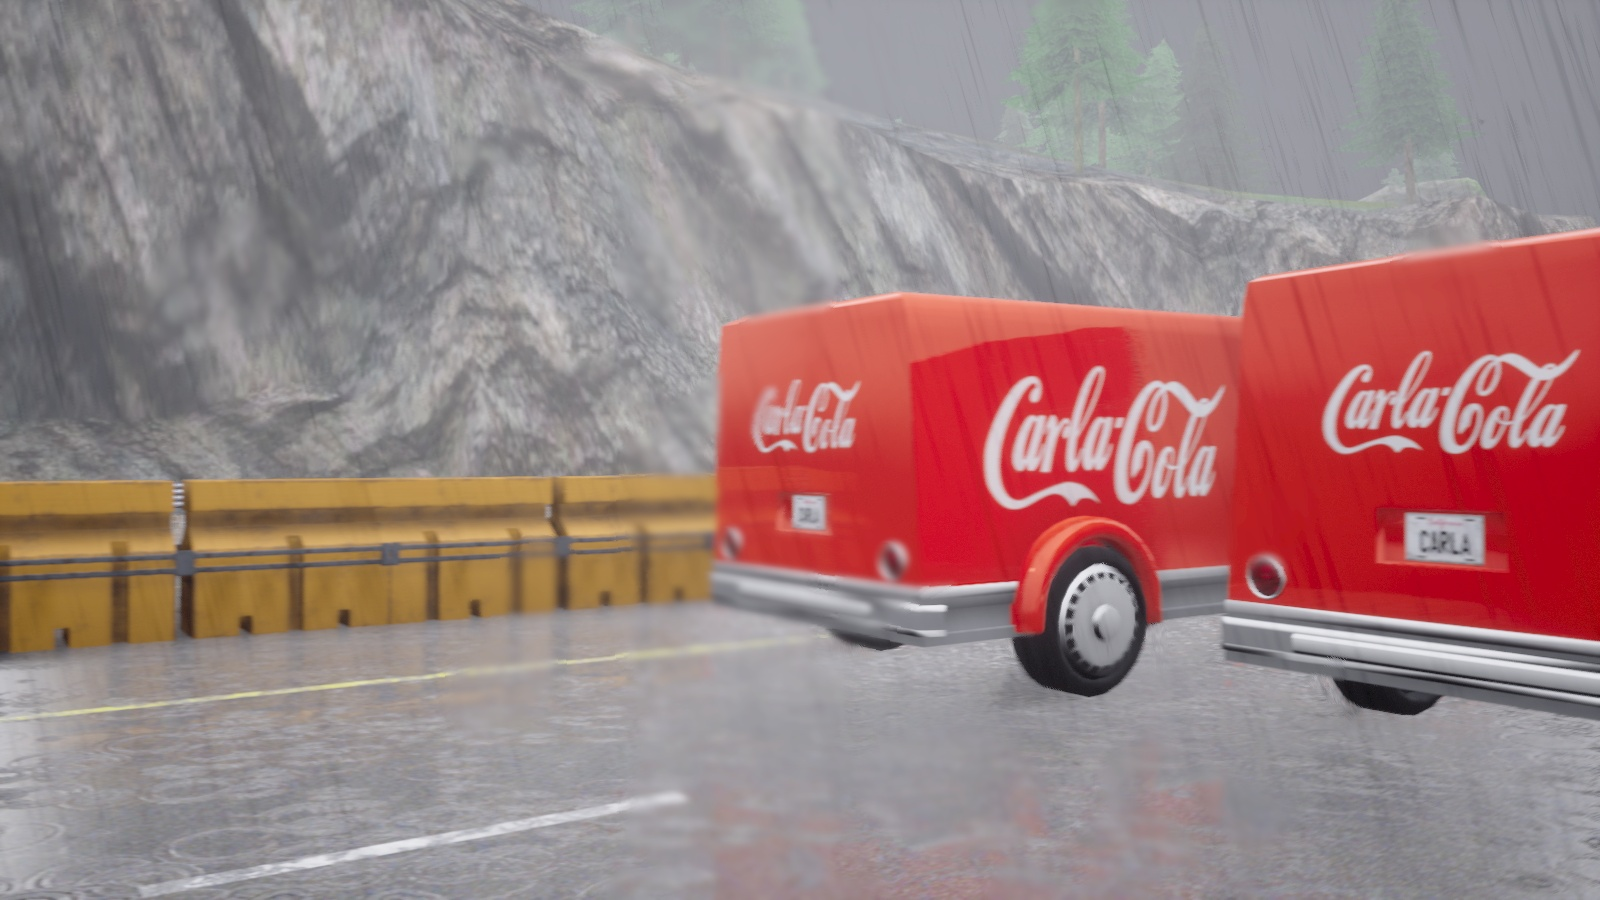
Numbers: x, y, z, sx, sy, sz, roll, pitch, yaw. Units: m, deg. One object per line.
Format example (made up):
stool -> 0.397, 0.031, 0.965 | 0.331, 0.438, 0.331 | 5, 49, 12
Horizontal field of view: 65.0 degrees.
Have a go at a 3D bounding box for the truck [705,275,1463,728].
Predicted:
truck -> 2.221, 0.279, 9.377 | 5.204, 2.467, 2.627 | 0, 0, -33

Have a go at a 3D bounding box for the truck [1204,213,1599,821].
truck -> 5.079, 0.268, 7.059 | 5.204, 2.467, 2.627 | 0, 0, -33
